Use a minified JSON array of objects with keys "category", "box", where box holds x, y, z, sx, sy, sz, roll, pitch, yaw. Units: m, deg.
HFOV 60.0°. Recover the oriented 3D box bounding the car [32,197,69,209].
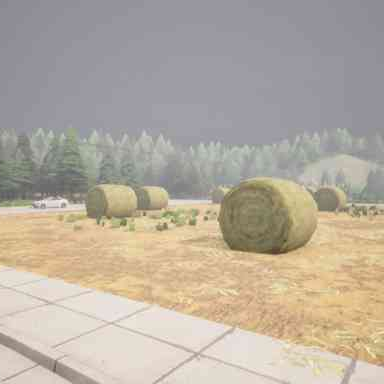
[{"category":"car","box":[-18.440,1.391,43.483,1.812,1.442,4.674,0,0,36]}]
